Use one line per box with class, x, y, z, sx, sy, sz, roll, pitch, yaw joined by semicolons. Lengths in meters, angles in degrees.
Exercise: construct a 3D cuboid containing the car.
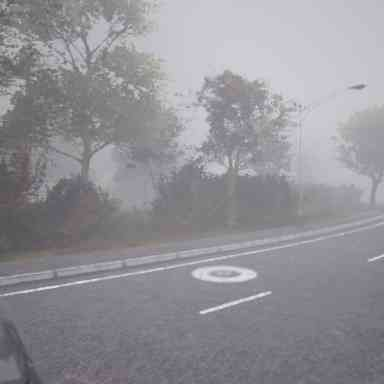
car;-3.582;1.563;1.517;5.357;1.411;2.033;0;0;-35
